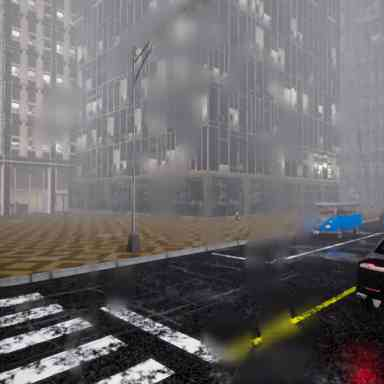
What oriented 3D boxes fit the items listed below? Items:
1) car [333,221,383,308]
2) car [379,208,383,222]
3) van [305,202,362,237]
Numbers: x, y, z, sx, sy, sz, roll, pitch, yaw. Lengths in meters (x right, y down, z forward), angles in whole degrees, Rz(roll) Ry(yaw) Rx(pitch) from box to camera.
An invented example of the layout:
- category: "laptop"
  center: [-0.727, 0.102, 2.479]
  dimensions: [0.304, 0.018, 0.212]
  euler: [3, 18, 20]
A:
- category: "car"
  center: [5.073, 1.503, 6.937]
  dimensions: [4.902, 1.511, 2.128]
  euler: [0, 0, -44]
- category: "car"
  center: [15.669, 1.610, 25.173]
  dimensions: [4.507, 1.381, 1.887]
  euler: [0, 0, -44]
- category: "van"
  center: [7.433, 1.395, 17.324]
  dimensions: [3.998, 1.788, 1.690]
  euler: [0, 0, -44]
